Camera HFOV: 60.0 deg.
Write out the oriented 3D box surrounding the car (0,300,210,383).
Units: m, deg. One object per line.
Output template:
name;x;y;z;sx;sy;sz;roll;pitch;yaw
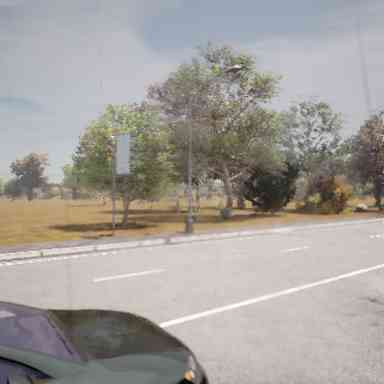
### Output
car;-1.867;1.568;2.479;4.181;1.385;1.994;0;0;-35
